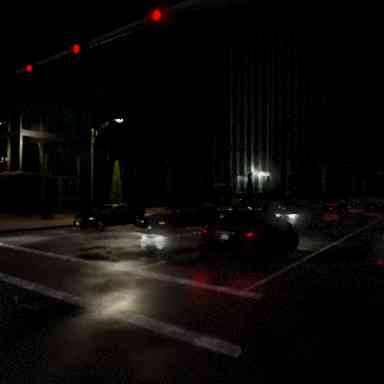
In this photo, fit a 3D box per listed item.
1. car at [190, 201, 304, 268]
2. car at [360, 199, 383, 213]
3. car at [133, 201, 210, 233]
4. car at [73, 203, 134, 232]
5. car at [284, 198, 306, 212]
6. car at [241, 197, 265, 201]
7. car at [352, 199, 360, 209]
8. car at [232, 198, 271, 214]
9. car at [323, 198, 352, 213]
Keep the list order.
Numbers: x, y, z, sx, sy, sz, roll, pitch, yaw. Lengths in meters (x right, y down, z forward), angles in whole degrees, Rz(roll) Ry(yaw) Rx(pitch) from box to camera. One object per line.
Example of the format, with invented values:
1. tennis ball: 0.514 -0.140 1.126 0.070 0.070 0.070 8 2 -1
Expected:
1. car: 2.167 1.370 11.762 2.097 1.767 4.553 0 0 34
2. car: 20.430 1.477 37.072 1.882 1.535 5.008 0 0 36
3. car: -0.727 1.533 20.110 2.033 1.411 5.357 0 0 36
4. car: -4.888 1.464 20.330 2.128 1.511 4.902 0 0 36
5. car: 10.887 1.478 36.132 1.837 1.490 4.892 0 0 36
6. car: 4.880 1.332 27.855 2.097 1.767 4.553 0 0 36
7. car: 21.375 1.581 44.349 1.895 1.301 4.718 0 0 36
8. car: 6.534 1.452 36.093 2.128 1.511 4.902 0 0 36
9. car: 16.068 1.491 37.012 1.837 1.490 4.892 0 0 36
